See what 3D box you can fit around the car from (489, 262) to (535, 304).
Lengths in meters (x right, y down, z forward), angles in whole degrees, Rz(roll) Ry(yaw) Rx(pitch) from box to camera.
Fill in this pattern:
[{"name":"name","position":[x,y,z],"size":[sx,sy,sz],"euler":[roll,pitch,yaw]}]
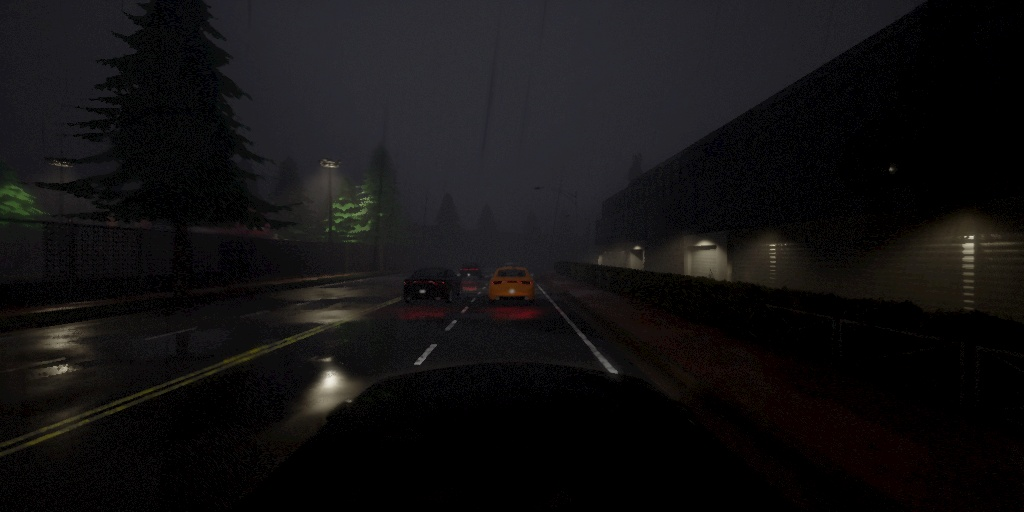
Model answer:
[{"name":"car","position":[0.000,1.235,16.500],"size":[1.882,1.535,5.008],"euler":[0,0,0]}]

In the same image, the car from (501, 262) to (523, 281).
[{"name":"car","position":[0.000,1.283,31.500],"size":[1.812,1.442,4.674],"euler":[0,0,0]}]

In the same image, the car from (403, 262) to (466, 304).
[{"name":"car","position":[-3.500,1.235,16.500],"size":[1.882,1.535,5.008],"euler":[0,0,0]}]

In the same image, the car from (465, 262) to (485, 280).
[{"name":"car","position":[-3.500,1.266,31.500],"size":[1.837,1.490,4.892],"euler":[0,0,0]}]
